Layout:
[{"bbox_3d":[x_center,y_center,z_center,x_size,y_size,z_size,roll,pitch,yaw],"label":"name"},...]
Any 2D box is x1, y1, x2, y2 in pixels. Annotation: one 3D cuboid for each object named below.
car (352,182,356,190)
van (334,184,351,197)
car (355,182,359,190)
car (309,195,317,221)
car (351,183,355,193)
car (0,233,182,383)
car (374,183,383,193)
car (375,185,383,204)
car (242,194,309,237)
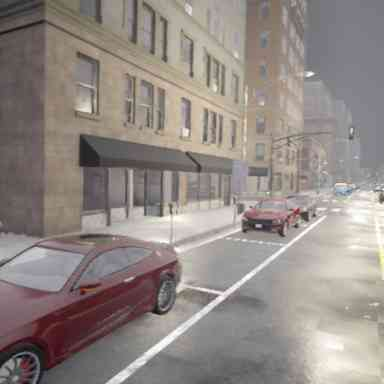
[{"bbox_3d":[28.825,-0.568,61.708,1.887,1.381,4.507,3,3,28],"label":"car"},{"bbox_3d":[21.186,-0.311,47.402,1.690,1.788,3.998,3,3,28],"label":"van"},{"bbox_3d":[36.390,-1.043,75.855,1.752,1.417,4.829,3,3,28],"label":"car"},{"bbox_3d":[6.141,0.820,19.222,1.947,1.339,4.313,3,3,28],"label":"car"},{"bbox_3d":[26.276,-0.393,56.943,1.947,1.339,4.313,3,3,28],"label":"car"},{"bbox_3d":[-1.648,1.301,4.647,1.802,1.307,4.206,3,3,28],"label":"car"},{"bbox_3d":[37.837,-0.532,67.124,1.895,1.301,4.718,3,3,28],"label":"car"},{"bbox_3d":[20.398,0.429,34.327,2.128,1.511,4.902,3,3,28],"label":"car"},{"bbox_3d":[3.545,0.954,14.363,1.887,1.381,4.507,3,3,28],"label":"car"}]
